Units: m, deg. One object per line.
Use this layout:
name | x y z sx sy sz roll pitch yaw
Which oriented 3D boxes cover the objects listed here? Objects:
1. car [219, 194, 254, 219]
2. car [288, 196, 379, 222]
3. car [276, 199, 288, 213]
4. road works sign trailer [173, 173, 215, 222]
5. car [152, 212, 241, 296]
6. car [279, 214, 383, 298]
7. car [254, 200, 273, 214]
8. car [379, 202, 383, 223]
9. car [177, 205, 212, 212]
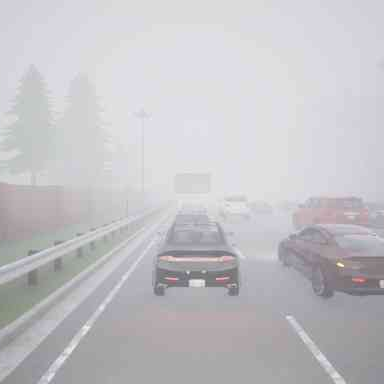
car | 3.579 1.221 28.784 2.150 2.045 5.566 0 0 0
car | 7.088 1.221 17.503 2.150 2.045 5.566 0 0 0
car | 10.575 1.491 36.160 2.128 1.511 4.902 0 0 0
road works sign trailer | 0.056 0.464 22.991 2.380 3.560 2.880 0 0 -2
car | 0.094 1.491 8.651 2.128 1.511 4.902 0 0 0
car | 3.594 1.525 8.390 1.812 1.442 4.674 0 0 0
car | 7.075 1.563 34.866 1.994 1.385 4.181 0 0 0
car | 10.584 1.353 19.976 2.097 1.767 4.553 0 0 0
car | 0.112 1.474 19.071 1.882 1.535 5.008 0 0 4
